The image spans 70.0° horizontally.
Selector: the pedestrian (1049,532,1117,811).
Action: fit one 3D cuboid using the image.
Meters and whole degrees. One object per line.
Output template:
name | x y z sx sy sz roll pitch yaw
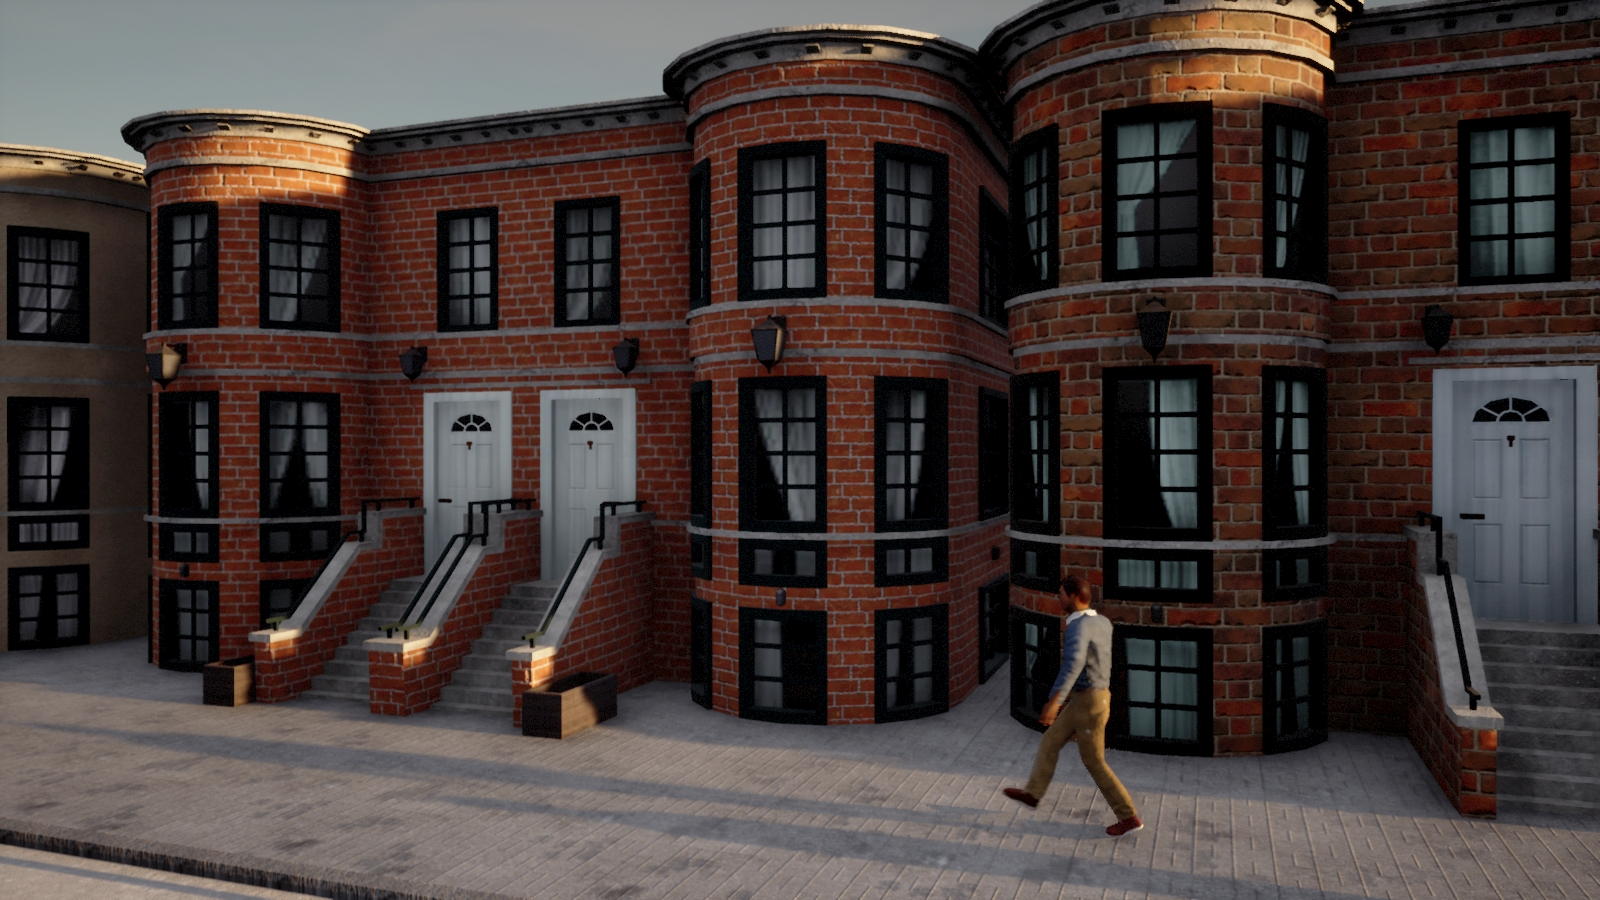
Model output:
pedestrian | 1.990 1.525 8.029 0.375 1.860 0.375 0 0 28
